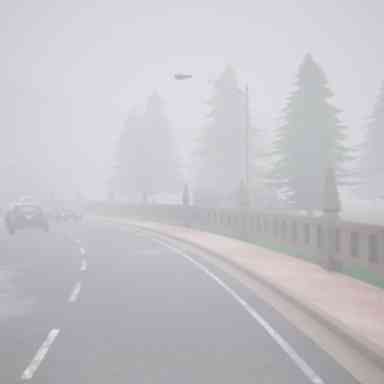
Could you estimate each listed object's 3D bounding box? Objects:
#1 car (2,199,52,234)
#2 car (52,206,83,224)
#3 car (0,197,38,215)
[{"bbox_3d":[-10.403,1.523,20.795,2.097,1.767,4.553,0,0,-32],"label":"car"},{"bbox_3d":[-10.713,1.812,26.991,1.895,1.301,4.718,0,0,-42],"label":"car"},{"bbox_3d":[-17.537,1.503,34.030,5.566,2.045,2.150,-1,0,39],"label":"car"}]
